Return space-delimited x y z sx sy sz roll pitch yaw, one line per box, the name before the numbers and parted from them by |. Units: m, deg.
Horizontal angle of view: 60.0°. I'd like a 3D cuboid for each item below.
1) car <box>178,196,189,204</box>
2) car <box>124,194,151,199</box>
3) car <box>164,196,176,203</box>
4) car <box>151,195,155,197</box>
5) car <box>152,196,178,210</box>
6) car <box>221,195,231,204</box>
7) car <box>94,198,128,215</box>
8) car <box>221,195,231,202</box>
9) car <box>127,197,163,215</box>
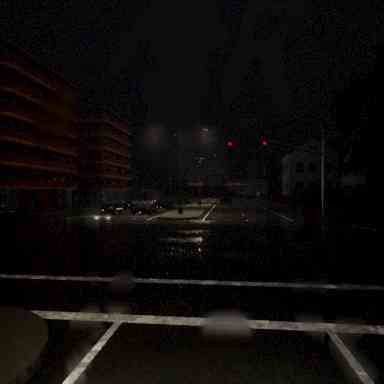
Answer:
car | -1.798 1.477 62.274 1.882 1.535 5.008 0 0 6
car | -7.338 1.219 43.026 2.150 2.045 5.566 0 0 6
car | -4.533 1.525 69.355 1.812 1.442 4.674 0 0 6
car | -6.292 1.353 53.122 2.097 1.767 4.553 0 0 6
car | -3.682 1.547 44.331 2.033 1.411 5.357 0 0 6
car | 6.743 1.505 65.602 1.837 1.490 4.892 0 0 6
car | -8.294 1.564 33.725 1.994 1.385 4.181 0 0 6
car | 7.679 1.523 75.645 2.128 1.511 4.902 0 0 6
car | -4.750 1.547 34.292 2.033 1.411 5.357 0 0 4
